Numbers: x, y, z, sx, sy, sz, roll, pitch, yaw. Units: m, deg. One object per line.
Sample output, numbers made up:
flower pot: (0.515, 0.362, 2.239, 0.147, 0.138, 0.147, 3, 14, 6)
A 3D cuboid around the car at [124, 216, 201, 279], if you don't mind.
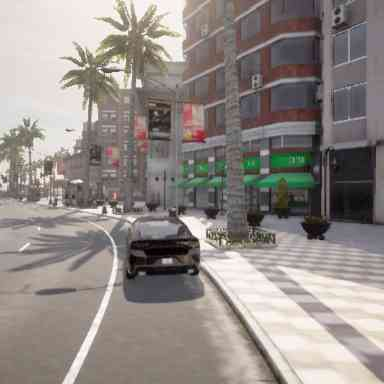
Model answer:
car: (-1.059, 1.467, 10.199, 1.882, 1.535, 5.008, 0, 0, -11)
